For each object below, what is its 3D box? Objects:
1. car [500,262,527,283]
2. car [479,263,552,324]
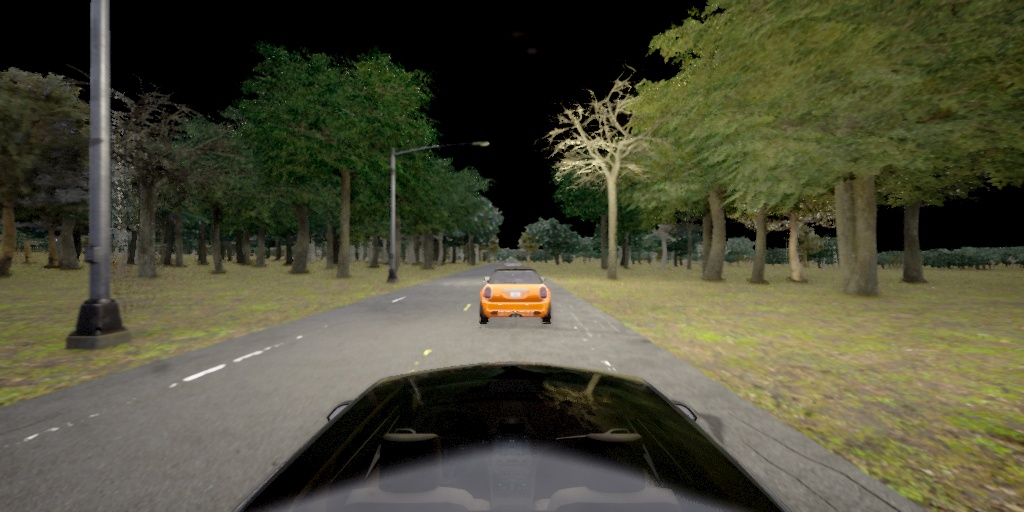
[{"bbox_3d":[0.098,1.314,30.288,2.128,1.511,4.902,0,0,0],"label":"car"},{"bbox_3d":[0.100,1.110,12.195,2.097,1.767,4.553,0,0,0],"label":"car"}]
